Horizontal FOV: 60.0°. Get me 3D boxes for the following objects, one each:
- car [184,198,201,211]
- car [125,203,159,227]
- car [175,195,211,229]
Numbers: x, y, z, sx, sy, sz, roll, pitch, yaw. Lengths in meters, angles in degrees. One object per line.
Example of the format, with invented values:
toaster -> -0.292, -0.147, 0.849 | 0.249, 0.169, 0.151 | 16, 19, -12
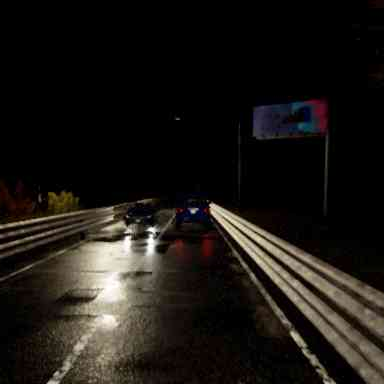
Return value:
car -> 0.051, 1.535, 41.547 | 2.033, 1.411, 5.357 | 0, 0, 0
car -> -3.369, 1.519, 23.044 | 1.812, 1.442, 4.674 | 0, 0, 0
car -> 0.074, 1.217, 21.878 | 2.150, 2.045, 5.566 | 0, 0, 0
